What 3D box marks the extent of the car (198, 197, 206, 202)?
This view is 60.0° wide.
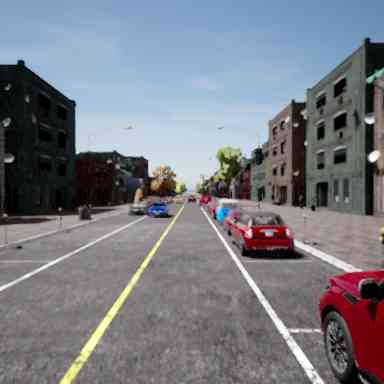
[{"bbox_3d":[2.685,1.969,91.202,1.947,1.339,4.313,-1,0,0],"label":"car"}]

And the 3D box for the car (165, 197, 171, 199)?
[{"bbox_3d":[-5.696,1.771,74.555,1.967,1.590,4.097,-1,0,0],"label":"car"}]

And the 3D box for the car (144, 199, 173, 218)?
[{"bbox_3d":[-3.094,1.669,31.886,1.812,1.442,4.674,0,0,0],"label":"car"}]

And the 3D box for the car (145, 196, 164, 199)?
[{"bbox_3d":[-5.697,1.525,46.814,2.192,1.841,5.009,-1,0,0],"label":"car"}]

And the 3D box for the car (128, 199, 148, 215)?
[{"bbox_3d":[-5.694,1.711,35.717,2.008,1.369,4.403,-1,0,0],"label":"car"}]

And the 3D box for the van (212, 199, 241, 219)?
[{"bbox_3d":[2.684,1.452,24.623,1.690,1.788,3.998,-1,0,0],"label":"van"}]

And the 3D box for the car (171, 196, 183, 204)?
[{"bbox_3d":[-3.003,1.737,73.445,1.882,1.535,5.008,0,0,0],"label":"car"}]

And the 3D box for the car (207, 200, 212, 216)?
[{"bbox_3d":[2.686,1.680,30.170,1.887,1.381,4.507,-1,0,0],"label":"car"}]

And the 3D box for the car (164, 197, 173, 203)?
[{"bbox_3d":[-5.695,1.900,80.103,1.887,1.381,4.507,-1,0,0],"label":"car"}]

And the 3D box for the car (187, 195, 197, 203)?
[{"bbox_3d":[-0.004,1.610,78.780,2.097,1.767,4.553,0,0,0],"label":"car"}]

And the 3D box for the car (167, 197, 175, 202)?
[{"bbox_3d":[-5.695,1.985,91.199,1.802,1.307,4.206,-1,0,0],"label":"car"}]

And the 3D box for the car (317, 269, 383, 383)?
[{"bbox_3d":[2.684,1.327,2.430,2.192,1.841,5.009,-1,0,0],"label":"car"}]

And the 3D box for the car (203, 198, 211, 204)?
[{"bbox_3d":[2.686,1.766,41.267,1.802,1.307,4.206,-1,0,0],"label":"car"}]

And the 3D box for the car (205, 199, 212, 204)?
[{"bbox_3d":[2.686,1.742,35.719,1.802,1.307,4.206,-1,0,0],"label":"car"}]

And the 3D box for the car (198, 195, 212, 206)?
[{"bbox_3d":[2.391,1.492,59.223,2.150,2.045,5.566,0,0,0],"label":"car"}]

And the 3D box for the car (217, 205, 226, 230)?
[{"bbox_3d":[2.687,1.668,19.074,1.802,1.307,4.206,-1,0,0],"label":"car"}]

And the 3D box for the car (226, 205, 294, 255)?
[{"bbox_3d":[2.685,1.501,13.526,1.967,1.590,4.097,-1,0,0],"label":"car"}]
